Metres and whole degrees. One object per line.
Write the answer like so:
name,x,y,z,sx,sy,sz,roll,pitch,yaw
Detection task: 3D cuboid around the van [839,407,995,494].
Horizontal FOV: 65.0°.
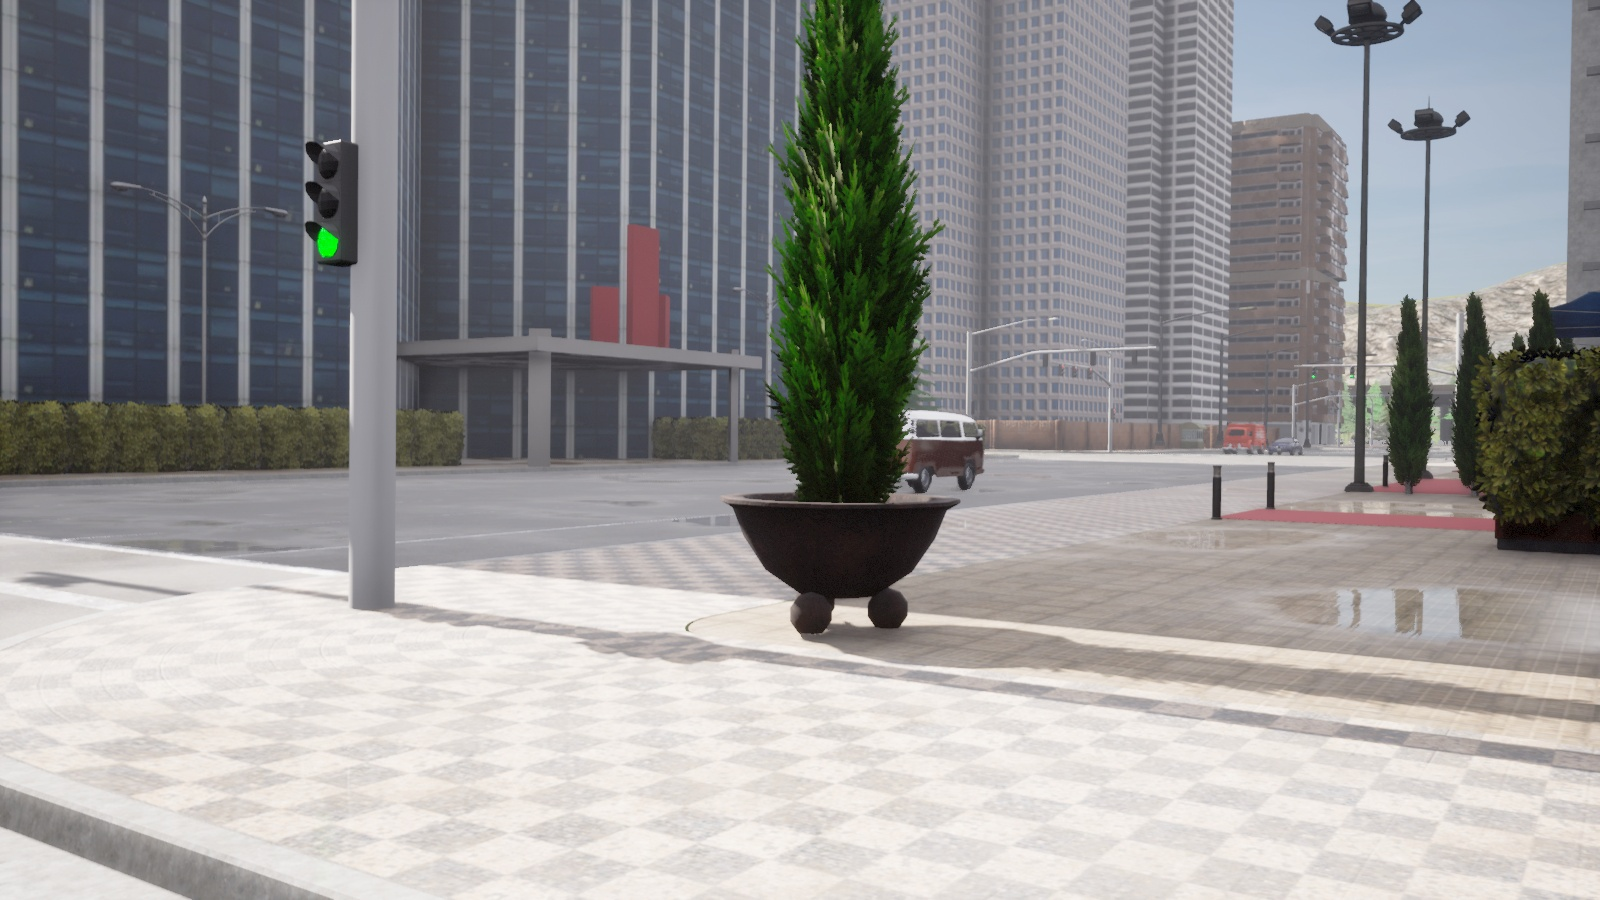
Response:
van,3.055,-0.037,31.832,2.069,2.038,4.480,0,1,33
